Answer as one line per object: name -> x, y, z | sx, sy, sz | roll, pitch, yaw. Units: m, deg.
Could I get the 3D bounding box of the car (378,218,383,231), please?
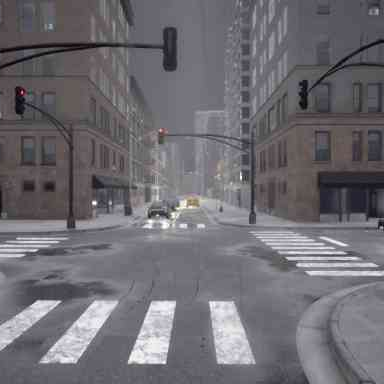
car -> 12.379, 1.564, 17.904 | 4.313, 1.339, 1.947 | 0, 0, 0

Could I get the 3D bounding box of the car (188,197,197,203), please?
car -> 0.148, 1.671, 70.052 | 1.895, 1.301, 4.718 | 0, 0, 0

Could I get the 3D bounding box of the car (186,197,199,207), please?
car -> 0.138, 1.515, 53.746 | 1.882, 1.535, 5.008 | 0, 0, 0

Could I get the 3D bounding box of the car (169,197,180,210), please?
car -> -2.820, 1.522, 39.839 | 1.837, 1.490, 4.892 | 0, 0, 0

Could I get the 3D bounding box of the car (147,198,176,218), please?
car -> -2.831, 1.556, 30.010 | 2.033, 1.411, 5.357 | 0, 0, 0
